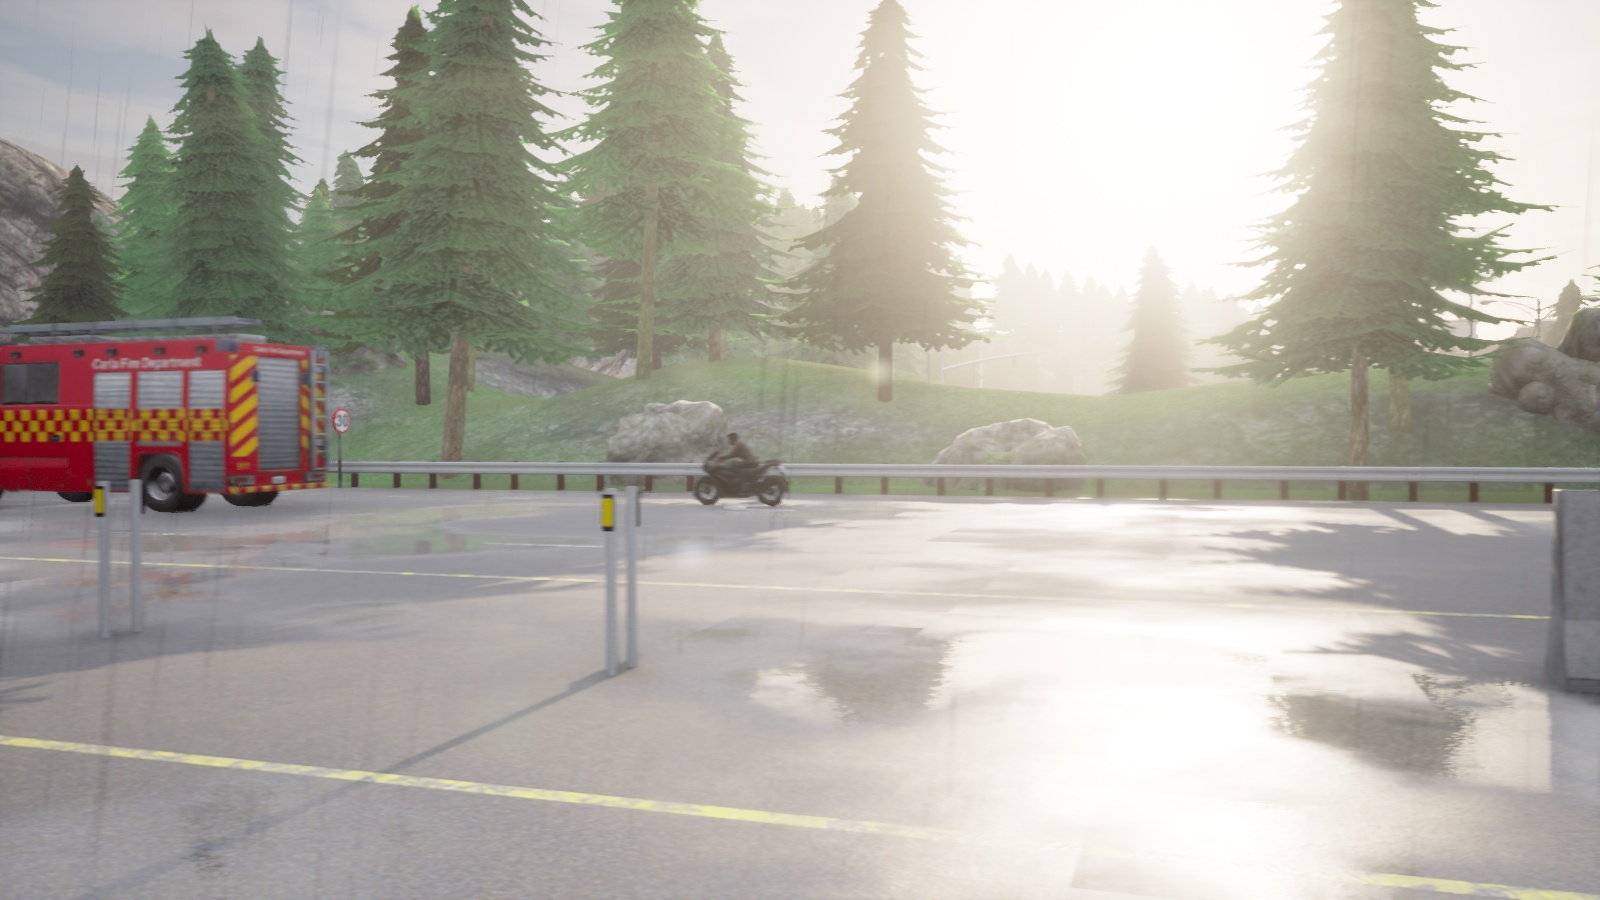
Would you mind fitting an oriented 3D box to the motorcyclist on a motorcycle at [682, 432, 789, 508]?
[{"bbox_3d":[-1.332,0.391,25.797,2.044,1.523,0.797,1,1,19],"label":"motorcyclist on a motorcycle"}]

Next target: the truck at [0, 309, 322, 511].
[{"bbox_3d":[-14.602,-0.819,26.553,8.468,3.827,2.891,1,1,19],"label":"truck"}]
